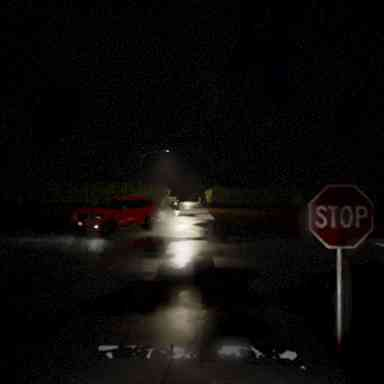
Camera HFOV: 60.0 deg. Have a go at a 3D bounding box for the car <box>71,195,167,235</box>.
[{"bbox_3d":[-4.157,1.248,19.084,2.150,2.045,5.566,4,2,32],"label":"car"}]

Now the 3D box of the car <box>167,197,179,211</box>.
[{"bbox_3d":[-2.680,1.407,41.602,2.097,1.767,4.553,0,0,0],"label":"car"}]
